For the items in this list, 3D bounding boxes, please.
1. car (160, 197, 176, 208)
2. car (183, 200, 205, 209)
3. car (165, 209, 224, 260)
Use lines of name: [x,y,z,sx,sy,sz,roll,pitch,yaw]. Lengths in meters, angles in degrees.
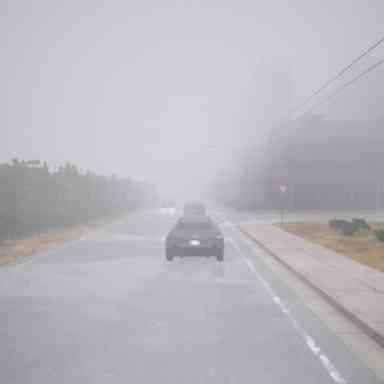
car: [-3.362,1.463,47.162,2.128,1.511,4.902,0,0,1]
car: [0.204,1.450,30.486,1.882,1.535,5.008,0,0,1]
car: [0.109,1.556,12.410,1.994,1.385,4.181,0,0,1]
